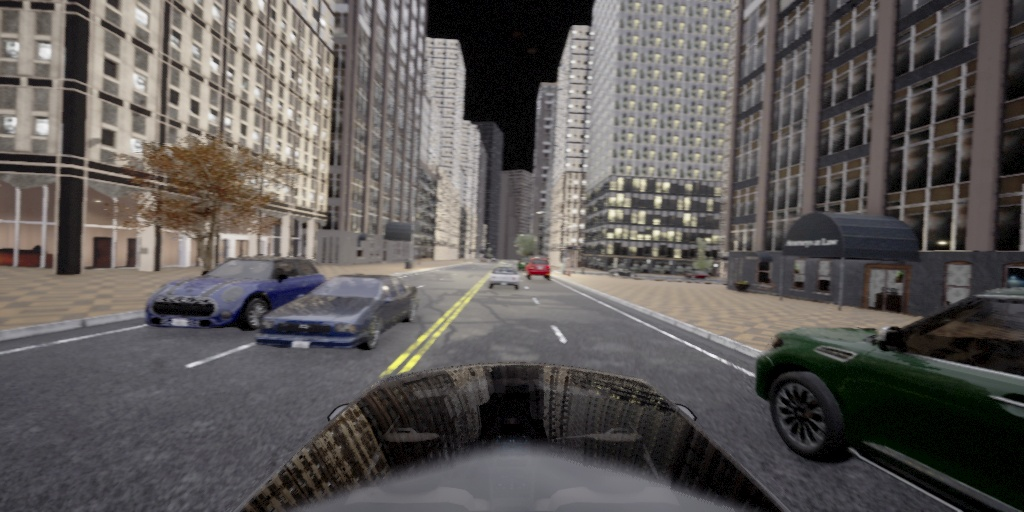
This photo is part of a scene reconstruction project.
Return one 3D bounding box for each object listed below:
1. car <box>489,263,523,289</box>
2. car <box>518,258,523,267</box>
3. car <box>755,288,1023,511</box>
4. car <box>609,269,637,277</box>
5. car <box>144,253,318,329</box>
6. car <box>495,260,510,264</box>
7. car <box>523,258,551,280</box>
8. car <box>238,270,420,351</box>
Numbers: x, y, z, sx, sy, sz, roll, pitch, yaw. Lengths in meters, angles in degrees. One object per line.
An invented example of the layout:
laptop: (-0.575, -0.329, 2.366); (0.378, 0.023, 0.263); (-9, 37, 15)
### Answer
car: (-0.530, 1.430, 24.272); (1.895, 1.301, 4.718); (3, 0, -1)
car: (2.280, 1.377, 53.630); (2.150, 2.045, 5.566); (2, -2, 14)
car: (4.206, 1.186, 2.156); (2.150, 2.045, 5.566); (3, 0, -1)
car: (17.816, 2.730, 57.896); (4.403, 1.370, 2.007); (0, 0, -2)
car: (-6.918, 0.794, 9.695); (2.097, 1.767, 4.553); (3, 0, -1)
car: (-0.909, 1.504, 43.871); (1.895, 1.301, 4.718); (3, 0, -1)
car: (2.515, 1.252, 35.350); (2.150, 2.045, 5.566); (3, -1, -1)
car: (-3.668, 1.148, 8.831); (2.033, 1.411, 5.357); (3, 0, -1)
